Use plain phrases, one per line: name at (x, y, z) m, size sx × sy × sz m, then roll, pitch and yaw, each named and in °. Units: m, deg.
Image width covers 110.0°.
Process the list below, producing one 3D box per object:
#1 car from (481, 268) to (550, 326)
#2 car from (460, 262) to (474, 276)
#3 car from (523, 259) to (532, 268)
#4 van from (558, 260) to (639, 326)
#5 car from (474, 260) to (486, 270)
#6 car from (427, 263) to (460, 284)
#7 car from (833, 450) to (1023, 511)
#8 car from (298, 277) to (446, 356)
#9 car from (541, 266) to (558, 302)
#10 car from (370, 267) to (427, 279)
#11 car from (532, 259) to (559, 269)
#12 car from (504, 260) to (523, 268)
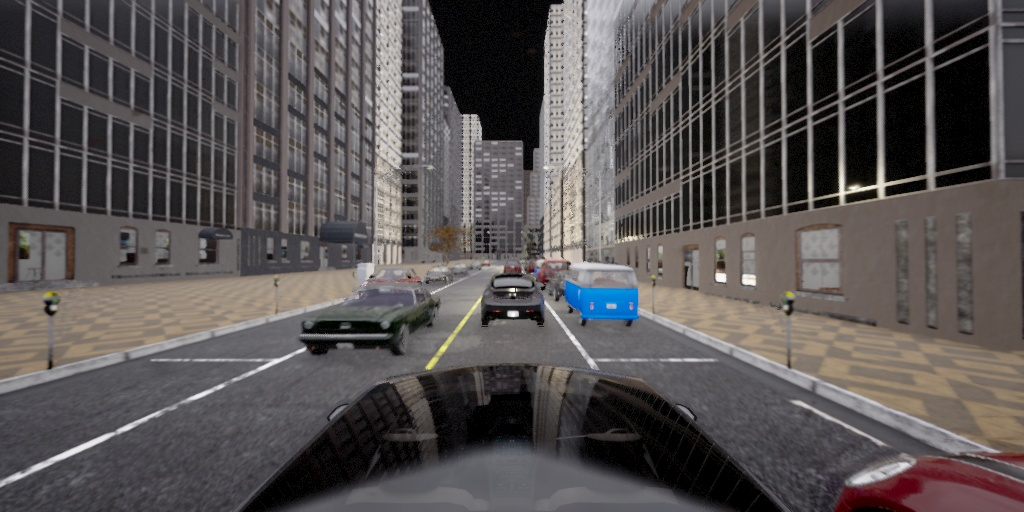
car at (0.017, 1.301, 11.881) m, size 1.837 × 1.490 × 4.892 m, roll 0°, pitch 0°, yaw 0°
car at (-5.697, 1.468, 39.747) m, size 2.007 × 1.370 × 4.403 m, roll 0°, pitch 0°, yaw 0°
car at (2.685, 1.233, 39.772) m, size 2.192 × 1.841 × 5.009 m, roll 0°, pitch 0°, yaw 0°
van at (2.690, 1.136, 11.565) m, size 1.690 × 1.789 × 3.998 m, roll 0°, pitch 0°, yaw 0°
car at (-5.700, 1.540, 56.676) m, size 2.007 × 1.370 × 4.403 m, roll 0°, pitch 0°, yaw 0°
car at (-5.694, 1.420, 28.462) m, size 2.007 × 1.370 × 4.403 m, roll 0°, pitch 0°, yaw 0°
car at (2.692, 1.183, 0.283) m, size 1.967 × 1.591 × 4.097 m, roll 0°, pitch 0°, yaw 0°
car at (-3.102, 1.384, 8.879) m, size 1.895 × 1.301 × 4.718 m, roll 0°, pitch 0°, yaw 0°
car at (2.688, 1.371, 17.207) m, size 2.007 × 1.370 × 4.403 m, roll 0°, pitch 0°, yaw 0°
car at (-5.692, 1.260, 17.177) m, size 1.967 × 1.591 × 4.097 m, roll 0°, pitch 0°, yaw 0°
car at (2.688, 1.160, 22.848) m, size 2.192 × 1.841 × 5.009 m, roll 0°, pitch 0°, yaw 0°
car at (0.093, 1.286, 43.608) m, size 2.097 × 1.767 × 4.553 m, roll 0°, pitch 0°, yaw 0°
